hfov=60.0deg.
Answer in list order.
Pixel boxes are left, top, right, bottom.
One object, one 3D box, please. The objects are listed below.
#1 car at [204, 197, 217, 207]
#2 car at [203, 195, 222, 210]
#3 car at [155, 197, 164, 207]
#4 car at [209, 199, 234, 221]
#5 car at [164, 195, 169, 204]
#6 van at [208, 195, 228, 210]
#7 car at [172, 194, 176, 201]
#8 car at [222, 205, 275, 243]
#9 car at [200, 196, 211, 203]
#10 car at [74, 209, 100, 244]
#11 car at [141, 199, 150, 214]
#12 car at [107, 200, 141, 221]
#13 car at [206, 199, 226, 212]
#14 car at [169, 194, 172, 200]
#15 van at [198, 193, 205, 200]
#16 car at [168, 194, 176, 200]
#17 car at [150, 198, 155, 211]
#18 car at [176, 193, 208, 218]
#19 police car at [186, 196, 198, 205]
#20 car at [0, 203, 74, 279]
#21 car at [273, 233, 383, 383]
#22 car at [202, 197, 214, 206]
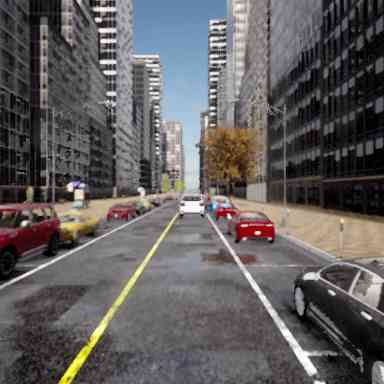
[{"bbox_3d":[2.700,1.501,50.018,1.752,1.417,4.829,0,0,0],"label":"car"},{"bbox_3d":[2.698,1.294,44.180,2.192,1.841,5.009,0,0,0],"label":"car"},{"bbox_3d":[-5.680,1.542,49.851,1.947,1.339,4.313,0,0,0],"label":"car"},{"bbox_3d":[2.694,1.533,27.177,1.887,1.381,4.507,0,0,0],"label":"car"},{"bbox_3d":[-5.677,1.551,61.188,1.802,1.307,4.206,0,0,0],"label":"car"},{"bbox_3d":[2.696,1.326,32.844,1.690,1.788,3.998,0,0,0],"label":"van"},{"bbox_3d":[-2.982,1.342,76.585,2.033,1.411,5.357,0,0,0],"label":"car"},{"bbox_3d":[2.692,1.538,15.841,1.887,1.381,4.507,0,0,0],"label":"car"},{"bbox_3d":[2.704,1.531,66.853,1.947,1.339,4.313,0,0,0],"label":"car"},{"bbox_3d":[-5.689,1.519,15.674,1.752,1.417,4.829,0,0,0],"label":"car"},{"bbox_3d":[-5.685,1.552,32.847,1.947,1.339,4.313,0,0,0],"label":"car"},{"bbox_3d":[-5.686,1.533,27.180,1.887,1.381,4.507,0,0,0],"label":"car"},{"bbox_3d":[2.698,1.533,38.512,2.008,1.369,4.403,0,0,0],"label":"car"},{"bbox_3d":[-5.672,1.519,83.860,1.947,1.339,4.313,0,0,0],"label":"car"},{"bbox_3d":[2.711,1.284,95.193,1.690,1.788,3.998,0,0,0],"label":"van"},{"bbox_3d":[-5.670,1.384,95.196,1.967,1.590,4.097,0,0,0],"label":"car"},{"bbox_3d":[-5.683,1.508,38.345,1.752,1.417,4.829,0,0,0],"label":"car"},{"bbox_3d":[0.009,1.209,30.064,2.150,2.045,5.566,0,0,0],"label":"car"},{"bbox_3d":[0.017,1.480,60.857,2.038,1.542,4.974,0,0,0],"label":"police car"},{"bbox_3d":[-5.691,1.311,10.175,2.192,1.841,5.009,0,0,0],"label":"car"},{"bbox_3d":[2.689,1.549,4.505,2.008,1.369,4.403,0,0,0],"label":"car"},{"bbox_3d":[2.702,1.554,55.516,1.802,1.307,4.206,0,0,0],"label":"car"}]
